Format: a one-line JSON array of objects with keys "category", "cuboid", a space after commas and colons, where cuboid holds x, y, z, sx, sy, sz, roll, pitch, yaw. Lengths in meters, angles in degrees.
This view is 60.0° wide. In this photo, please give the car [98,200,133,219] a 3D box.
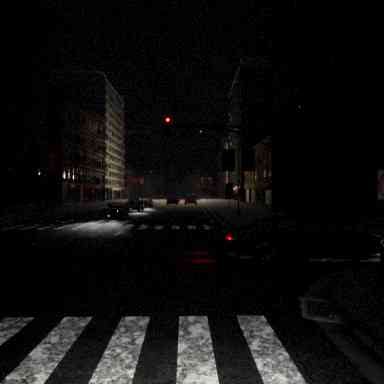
[{"category": "car", "cuboid": [-6.715, 1.600, 28.951, 1.895, 1.301, 4.718, 0, 0, 0]}]

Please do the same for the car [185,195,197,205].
[{"category": "car", "cuboid": [-0.233, 1.342, 58.300, 2.097, 1.767, 4.553, 0, 0, 0]}]

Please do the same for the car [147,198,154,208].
[{"category": "car", "cuboid": [-6.787, 1.594, 48.778, 1.895, 1.301, 4.718, 0, 0, 0]}]

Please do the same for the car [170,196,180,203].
[{"category": "car", "cuboid": [-3.445, 1.587, 69.884, 1.895, 1.301, 4.718, 0, 0, 0]}]

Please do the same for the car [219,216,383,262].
[{"category": "car", "cuboid": [3.666, 1.552, 11.617, 5.357, 1.411, 2.033, 0, 0, 0]}]

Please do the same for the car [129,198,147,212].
[{"category": "car", "cuboid": [-6.751, 1.522, 38.740, 1.812, 1.442, 4.674, 0, 0, 0]}]

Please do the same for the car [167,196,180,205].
[{"category": "car", "cuboid": [-3.384, 1.467, 58.506, 1.882, 1.535, 5.008, 0, 0, 0]}]

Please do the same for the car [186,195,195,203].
[{"category": "car", "cuboid": [-0.273, 1.464, 68.332, 1.882, 1.535, 5.008, 0, 0, 0]}]
